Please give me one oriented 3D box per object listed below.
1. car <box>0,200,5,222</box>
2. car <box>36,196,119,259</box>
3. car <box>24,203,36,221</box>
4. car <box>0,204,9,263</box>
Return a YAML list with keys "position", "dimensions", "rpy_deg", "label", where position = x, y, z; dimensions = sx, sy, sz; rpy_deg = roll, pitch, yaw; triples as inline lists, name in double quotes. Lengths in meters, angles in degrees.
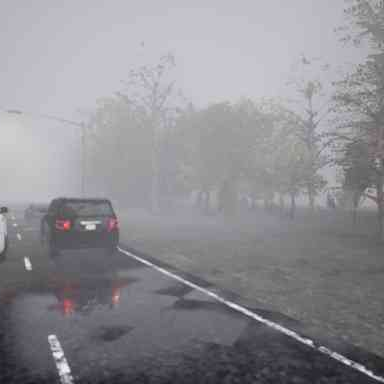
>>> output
- position: [-15.757, 1.513, 26.008]
  dimensions: [1.882, 1.535, 5.008]
  rpy_deg: [-5, 2, -29]
  label: "car"
- position: [-4.436, 1.174, 12.634]
  dimensions: [2.150, 2.045, 5.566]
  rpy_deg: [1, -1, -29]
  label: "car"
- position: [-12.400, 1.558, 26.823]
  dimensions: [1.994, 1.385, 4.181]
  rpy_deg: [1, -1, -29]
  label: "car"
- position: [-7.343, 1.204, 10.927]
  dimensions: [2.150, 2.045, 5.566]
  rpy_deg: [-5, 3, -29]
  label: "car"
